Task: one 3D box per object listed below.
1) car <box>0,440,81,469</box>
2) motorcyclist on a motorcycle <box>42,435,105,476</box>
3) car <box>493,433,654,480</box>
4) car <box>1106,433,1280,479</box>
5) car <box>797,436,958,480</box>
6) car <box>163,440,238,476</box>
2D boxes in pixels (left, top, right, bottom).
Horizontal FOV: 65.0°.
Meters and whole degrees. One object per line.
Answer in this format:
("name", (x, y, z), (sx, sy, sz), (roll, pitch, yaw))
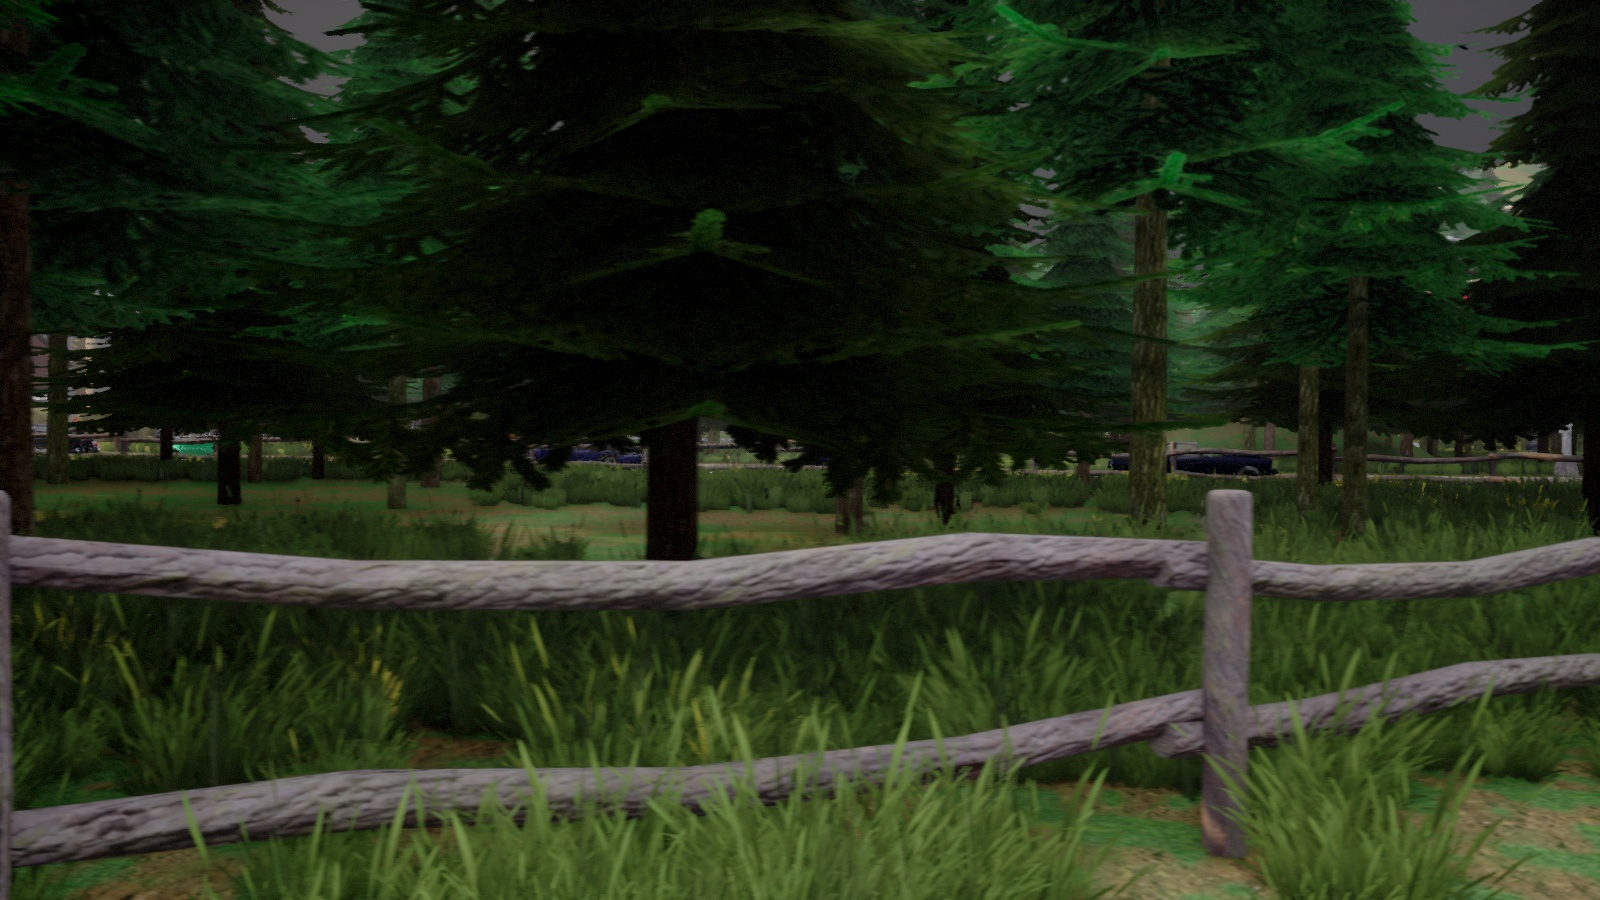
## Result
("car", (-41.337, 0.218, 67.569), (1.812, 1.442, 4.674), (0, 1, 14))
("motorcyclist on a motorcycle", (-29.733, 0.234, 51.398), (2.350, 1.649, 0.766), (-1, 1, 16))
("car", (-7.486, 0.199, 41.707), (4.792, 1.488, 2.163), (0, 1, 15))
("car", (11.408, 0.169, 36.747), (4.718, 1.301, 1.895), (0, 1, 14))
("car", (2.443, 0.231, 39.096), (4.718, 1.301, 1.895), (0, 1, 15))
("car", (-23.693, 0.300, 49.646), (2.207, 1.376, 1.481), (0, 1, 16))
